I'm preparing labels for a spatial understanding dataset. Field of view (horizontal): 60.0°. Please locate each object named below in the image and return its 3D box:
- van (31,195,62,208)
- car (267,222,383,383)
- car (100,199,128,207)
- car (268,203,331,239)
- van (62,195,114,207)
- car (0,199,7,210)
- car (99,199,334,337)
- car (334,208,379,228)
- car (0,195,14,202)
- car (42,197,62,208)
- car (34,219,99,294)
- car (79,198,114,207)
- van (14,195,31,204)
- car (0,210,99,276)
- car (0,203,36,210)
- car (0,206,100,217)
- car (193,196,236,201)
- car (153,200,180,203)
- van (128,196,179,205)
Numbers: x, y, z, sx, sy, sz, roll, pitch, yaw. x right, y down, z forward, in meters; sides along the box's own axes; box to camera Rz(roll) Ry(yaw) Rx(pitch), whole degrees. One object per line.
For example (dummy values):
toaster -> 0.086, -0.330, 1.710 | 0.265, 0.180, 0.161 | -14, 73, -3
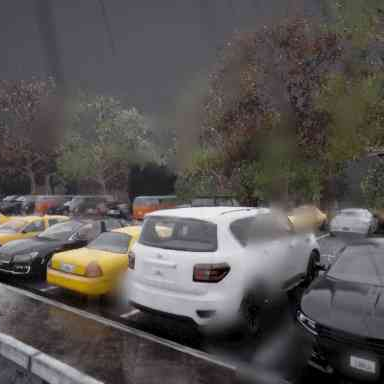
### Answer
van -> -13.629, 1.328, 34.147 | 1.878, 1.987, 4.442 | 0, 0, 36
car -> 3.302, 1.580, 5.601 | 2.097, 1.535, 5.008 | 0, 0, 36
car -> -4.813, 1.546, 27.655 | 2.163, 1.488, 4.792 | 0, 0, 36
car -> 6.379, 1.552, 19.285 | 1.946, 1.575, 5.366 | 0, 0, 36
van -> -9.261, 1.302, 30.706 | 1.878, 1.987, 4.442 | 0, 0, 36
car -> -27.258, 1.684, 43.876 | 2.002, 1.452, 4.674 | 0, 0, 36
car -> 1.067, 1.320, 7.247 | 2.435, 2.045, 5.566 | 0, 0, 36
car -> 8.730, 1.604, 17.809 | 2.002, 1.452, 4.674 | 0, 0, 36
car -> -18.201, 1.333, 37.279 | 2.435, 2.045, 5.566 | 0, 0, 36
car -> -11.450, 1.539, 32.432 | 2.097, 1.535, 5.008 | 0, 0, 36
car -> -1.090, 1.559, 9.003 | 1.946, 1.575, 5.366 | 0, 0, 36
car -> -6.950, 1.548, 29.203 | 2.163, 1.488, 4.792 | 0, 0, 36
van -> -16.009, 1.343, 35.583 | 1.878, 1.987, 4.442 | 0, 0, 36
car -> -3.444, 1.554, 10.486 | 2.231, 1.521, 4.892 | 0, 0, 36
car -> -10.399, 1.524, 15.287 | 1.946, 1.575, 5.366 | 0, 0, 36
car -> -5.804, 1.540, 11.959 | 1.946, 1.575, 5.366 | 0, 0, 36
car -> 2.019, 1.285, 22.707 | 2.435, 2.045, 5.566 | 0, 0, 36
car -> -0.258, 1.556, 24.286 | 2.163, 1.488, 4.792 | 0, 0, 36
van -> -2.517, 1.294, 26.101 | 1.878, 1.987, 4.442 | 0, 0, 36
